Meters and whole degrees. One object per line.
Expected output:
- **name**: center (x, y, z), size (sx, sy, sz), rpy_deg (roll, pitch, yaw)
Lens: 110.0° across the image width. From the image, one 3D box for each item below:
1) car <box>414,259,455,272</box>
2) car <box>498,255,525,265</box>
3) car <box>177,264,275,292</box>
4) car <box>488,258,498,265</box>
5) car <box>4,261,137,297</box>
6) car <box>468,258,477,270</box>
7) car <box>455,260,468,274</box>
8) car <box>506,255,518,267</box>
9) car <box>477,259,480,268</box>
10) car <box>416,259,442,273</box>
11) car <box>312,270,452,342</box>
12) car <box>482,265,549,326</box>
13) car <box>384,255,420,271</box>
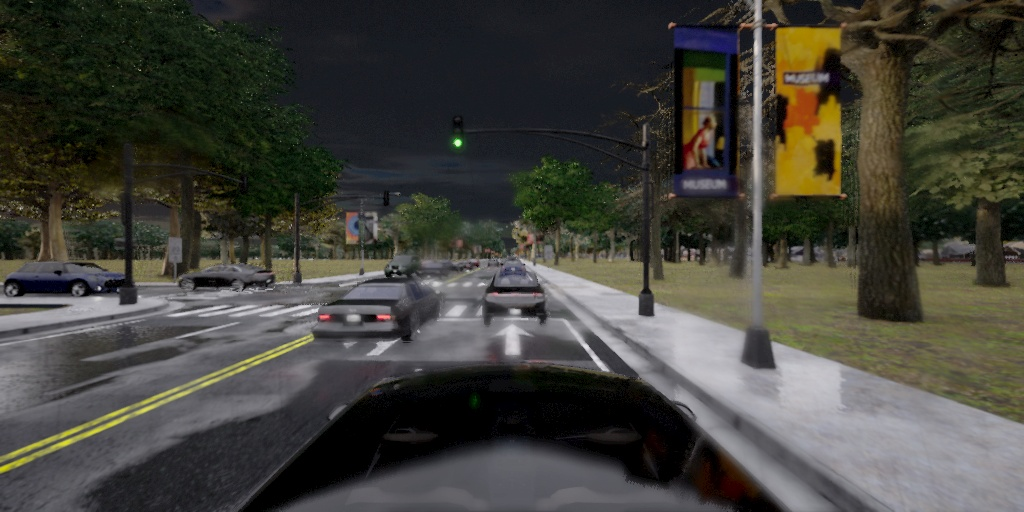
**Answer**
- **car**: center (-6.609, 1.253, 31.176), size (2.033, 1.411, 5.357), rpy_deg (0, 0, 0)
- **car**: center (0.090, 1.057, 31.197), size (2.097, 1.767, 4.553), rpy_deg (0, 0, 0)
- **car**: center (-16.051, 1.202, 20.235), size (4.902, 1.511, 2.128), rpy_deg (0, 0, 4)
- **car**: center (-3.259, 1.170, 63.419), size (2.128, 1.511, 4.902), rpy_deg (0, 0, 0)
- **car**: center (-21.250, 1.055, 17.415), size (4.553, 1.767, 2.097), rpy_deg (0, 0, 0)
- **car**: center (-6.578, 1.250, 50.776), size (1.994, 1.385, 4.181), rpy_deg (0, 0, 1)
- **car**: center (-6.607, 1.295, 40.764), size (1.895, 1.301, 4.718), rpy_deg (0, 0, 0)
- **car**: center (0.005, 0.903, 64.550), size (2.150, 2.045, 5.566), rpy_deg (0, 0, 1)
- **car**: center (-6.520, 1.157, 61.028), size (1.882, 1.535, 5.008), rpy_deg (0, 0, 0)
- **car**: center (-9.854, 1.170, 42.955), size (1.882, 1.535, 5.008), rpy_deg (0, 0, 0)
- **car**: center (-3.152, 1.284, 9.646), size (2.033, 1.411, 5.357), rpy_deg (0, 0, 0)
- **car**: center (0.096, 1.225, 11.668), size (2.128, 1.511, 4.902), rpy_deg (0, 0, 0)
- **car**: center (-9.845, 0.924, 32.968), size (2.150, 2.045, 5.566), rpy_deg (0, 0, 0)
